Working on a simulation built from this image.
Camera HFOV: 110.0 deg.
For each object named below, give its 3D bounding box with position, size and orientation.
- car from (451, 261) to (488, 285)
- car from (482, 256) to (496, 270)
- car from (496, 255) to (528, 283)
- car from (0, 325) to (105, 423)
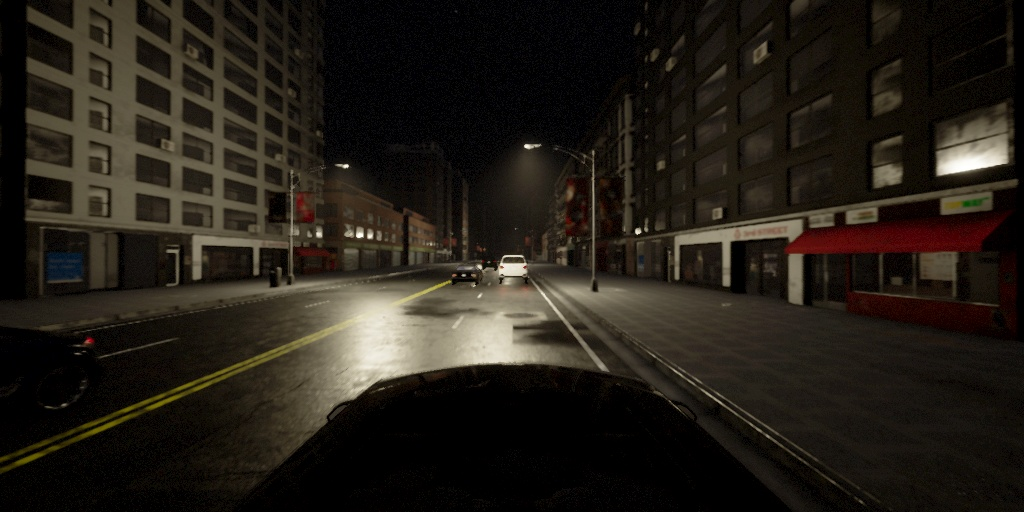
[{"bbox_3d":[-3.141,1.304,25.871,2.033,1.411,5.357,0,0,0],"label":"car"},{"bbox_3d":[-3.136,0.981,51.111,2.150,2.045,5.566,0,0,0],"label":"car"},{"bbox_3d":[0.108,0.977,28.099,2.150,2.045,5.566,0,0,0],"label":"car"},{"bbox_3d":[-6.596,1.314,3.132,1.994,1.385,4.181,0,0,0],"label":"car"}]
